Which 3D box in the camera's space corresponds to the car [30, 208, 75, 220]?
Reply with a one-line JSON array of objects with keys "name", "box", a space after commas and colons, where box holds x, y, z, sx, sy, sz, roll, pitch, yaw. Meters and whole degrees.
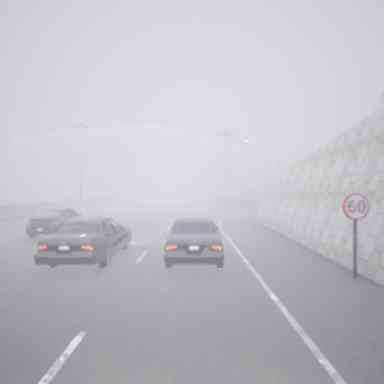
[{"name": "car", "box": [-6.902, 1.540, 17.388, 1.812, 1.442, 4.674, 0, 0, 0]}]

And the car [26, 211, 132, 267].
[{"name": "car", "box": [-3.426, 1.557, 11.467, 2.033, 1.411, 5.357, 0, 0, 0]}]

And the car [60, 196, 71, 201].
[{"name": "car", "box": [-31.452, 1.621, 83.643, 1.994, 1.385, 4.181, 0, 0, 0]}]

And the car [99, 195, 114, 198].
[{"name": "car", "box": [-20.952, 1.608, 83.637, 2.033, 1.411, 5.357, 0, 0, 0]}]

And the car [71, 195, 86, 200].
[{"name": "car", "box": [-27.952, 1.424, 83.671, 2.097, 1.767, 4.553, 0, 0, 0]}]

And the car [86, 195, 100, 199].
[{"name": "car", "box": [-24.452, 1.569, 83.639, 1.837, 1.490, 4.892, 0, 0, 0]}]

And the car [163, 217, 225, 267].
[{"name": "car", "box": [0.074, 1.557, 11.470, 2.033, 1.411, 5.357, 0, 0, 0]}]
